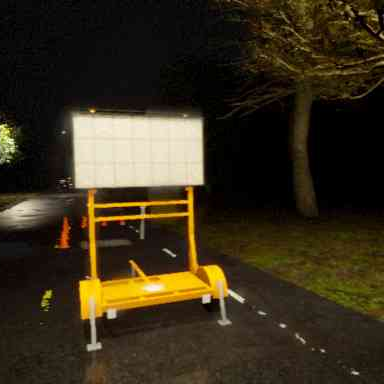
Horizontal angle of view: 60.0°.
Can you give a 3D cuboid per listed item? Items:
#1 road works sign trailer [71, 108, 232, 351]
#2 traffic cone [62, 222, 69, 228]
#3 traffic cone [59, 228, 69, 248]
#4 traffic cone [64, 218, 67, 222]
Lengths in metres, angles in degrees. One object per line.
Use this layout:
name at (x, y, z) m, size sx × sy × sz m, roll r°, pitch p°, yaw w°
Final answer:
road works sign trailer at (-0.940, 0.326, 6.196) m, size 2.380 × 3.560 × 2.880 m, roll -2°, pitch 2°, yaw -20°
traffic cone at (-5.428, 1.711, 14.152) m, size 0.340 × 0.580 × 0.340 m, roll -2°, pitch 2°, yaw -20°
traffic cone at (-4.732, 1.748, 12.278) m, size 0.340 × 0.580 × 0.340 m, roll -2°, pitch 2°, yaw -20°
traffic cone at (-6.124, 1.672, 16.027) m, size 0.340 × 0.580 × 0.340 m, roll -2°, pitch 2°, yaw -20°
